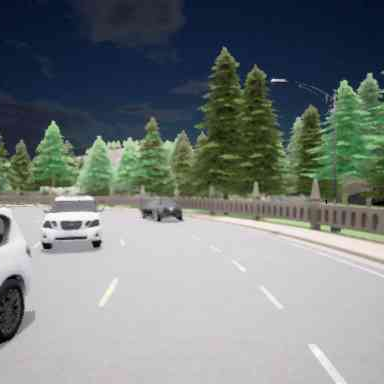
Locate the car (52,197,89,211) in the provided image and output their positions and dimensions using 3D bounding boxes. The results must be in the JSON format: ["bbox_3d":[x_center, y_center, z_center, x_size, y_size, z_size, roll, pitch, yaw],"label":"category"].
[{"bbox_3d":[-14.687,1.422,40.088,4.892,1.490,1.837,0,0,37],"label":"car"}]

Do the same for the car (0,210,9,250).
[{"bbox_3d":[-7.968,1.482,11.157,1.837,1.490,4.892,0,0,-12],"label":"car"}]

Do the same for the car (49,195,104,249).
[{"bbox_3d":[-5.188,1.191,14.787,2.150,2.045,5.566,0,0,-16],"label":"car"}]

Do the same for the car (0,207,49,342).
[{"bbox_3d":[-3.746,1.216,3.473,2.150,2.045,5.566,0,0,-2],"label":"car"}]

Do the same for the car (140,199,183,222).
[{"bbox_3d":[-2.535,1.296,26.393,2.097,1.767,4.553,0,0,-28],"label":"car"}]
